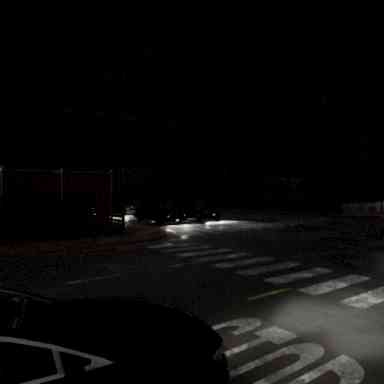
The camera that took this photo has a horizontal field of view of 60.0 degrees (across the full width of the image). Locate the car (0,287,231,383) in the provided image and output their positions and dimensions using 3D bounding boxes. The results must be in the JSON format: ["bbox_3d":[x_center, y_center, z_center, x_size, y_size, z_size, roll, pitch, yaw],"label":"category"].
[{"bbox_3d":[-1.864,1.493,2.415,4.902,1.511,2.128,-1,0,-35],"label":"car"}]

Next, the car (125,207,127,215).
[{"bbox_3d":[-7.849,1.529,32.116,1.994,1.385,4.181,-1,0,-35],"label":"car"}]

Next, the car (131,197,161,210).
[{"bbox_3d":[-5.883,1.437,41.769,1.812,1.442,4.674,-1,0,-35],"label":"car"}]

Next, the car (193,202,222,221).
[{"bbox_3d":[0.510,1.503,26.392,1.994,1.385,4.181,-1,0,-35],"label":"car"}]

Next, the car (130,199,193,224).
[{"bbox_3d":[-2.505,1.513,24.595,2.033,1.411,5.357,-1,0,-35],"label":"car"}]
